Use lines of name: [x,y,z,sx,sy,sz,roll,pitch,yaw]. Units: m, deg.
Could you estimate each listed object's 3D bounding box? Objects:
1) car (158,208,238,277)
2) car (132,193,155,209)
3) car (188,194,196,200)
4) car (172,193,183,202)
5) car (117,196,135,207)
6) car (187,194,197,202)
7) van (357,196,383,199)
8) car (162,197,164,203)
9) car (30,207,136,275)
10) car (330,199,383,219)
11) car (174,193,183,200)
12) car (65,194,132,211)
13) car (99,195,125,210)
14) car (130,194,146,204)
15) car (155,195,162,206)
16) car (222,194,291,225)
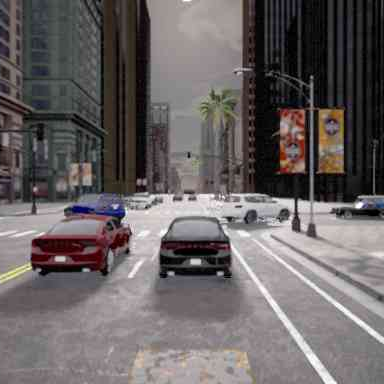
car: [0.105,1.456,10.167,1.882,1.535,5.008,0,0,0]
car: [-6.588,1.132,43.448,2.150,2.045,5.566,0,0,0]
car: [0.007,1.307,84.235,1.882,1.535,5.008,0,0,0]
car: [-3.244,1.344,72.508,1.837,1.490,4.892,0,0,0]
car: [-9.826,1.423,49.940,1.812,1.442,4.674,0,0,0]
car: [0.006,1.349,74.101,1.837,1.490,4.892,0,0,0]
van: [17.069,1.250,30.653,3.998,1.788,1.690,0,0,0]
car: [-6.495,1.362,63.615,2.128,1.511,4.902,0,0,0]
car: [-3.150,1.456,10.451,1.882,1.535,5.008,0,0,0]
car: [14.248,1.525,27.992,4.718,1.301,1.895,0,0,0]
car: [-3.243,1.019,82.898,2.097,1.767,4.553,0,0,0]
car: [-7.181,1.170,24.463,5.566,2.045,2.150,0,-1,44]
car: [-9.870,1.267,41.246,2.097,1.767,4.553,0,0,1]
car: [-9.745,1.229,60.153,2.097,1.767,4.553,0,0,0]
car: [-6.555,1.382,53.492,2.128,1.511,4.902,0,0,1]
car: [4.680,1.170,24.105,5.566,2.045,2.150,0,-2,-34]
